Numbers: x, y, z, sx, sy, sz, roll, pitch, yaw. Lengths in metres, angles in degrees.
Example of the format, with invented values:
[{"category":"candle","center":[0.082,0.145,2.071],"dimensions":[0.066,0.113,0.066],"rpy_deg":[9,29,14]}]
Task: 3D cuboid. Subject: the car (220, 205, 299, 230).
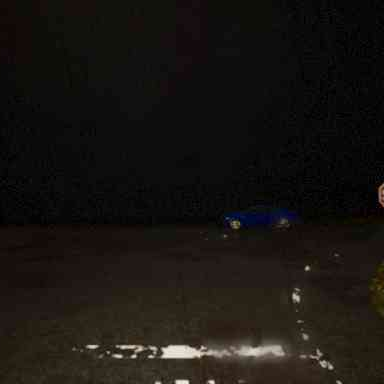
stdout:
[{"category":"car","center":[4.287,1.622,21.582],"dimensions":[5.008,1.535,1.882],"rpy_deg":[-1,-3,-1]}]
